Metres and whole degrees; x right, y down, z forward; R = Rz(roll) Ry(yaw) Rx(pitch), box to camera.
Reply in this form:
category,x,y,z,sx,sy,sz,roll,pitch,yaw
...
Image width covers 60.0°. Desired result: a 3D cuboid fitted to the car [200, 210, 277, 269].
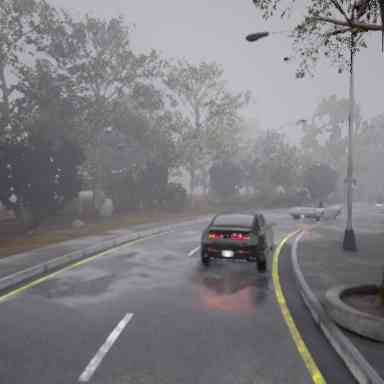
category,x,y,z,sx,sy,sz,roll,pitch,yaw
car,1.626,1.366,10.902,1.837,1.490,4.892,1,0,17

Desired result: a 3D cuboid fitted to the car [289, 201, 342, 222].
category,x,y,z,sx,sy,sz,roll,pitch,yaw
car,8.735,1.262,23.206,1.895,1.301,4.718,2,2,44

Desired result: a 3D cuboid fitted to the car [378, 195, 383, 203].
category,x,y,z,sx,sy,sz,roll,pitch,yaw
car,26.000,0.822,43.398,4.181,1.385,1.994,-1,2,-40
